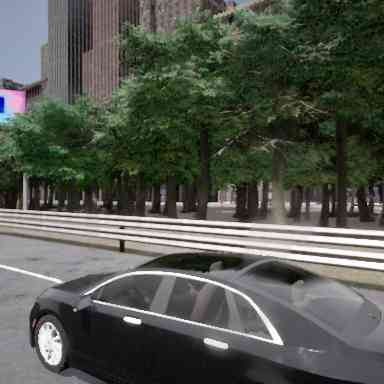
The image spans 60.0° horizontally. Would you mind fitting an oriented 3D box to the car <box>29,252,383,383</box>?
[{"bbox_3d":[-0.056,1.509,4.036,4.892,1.490,1.837,-1,0,36],"label":"car"}]
